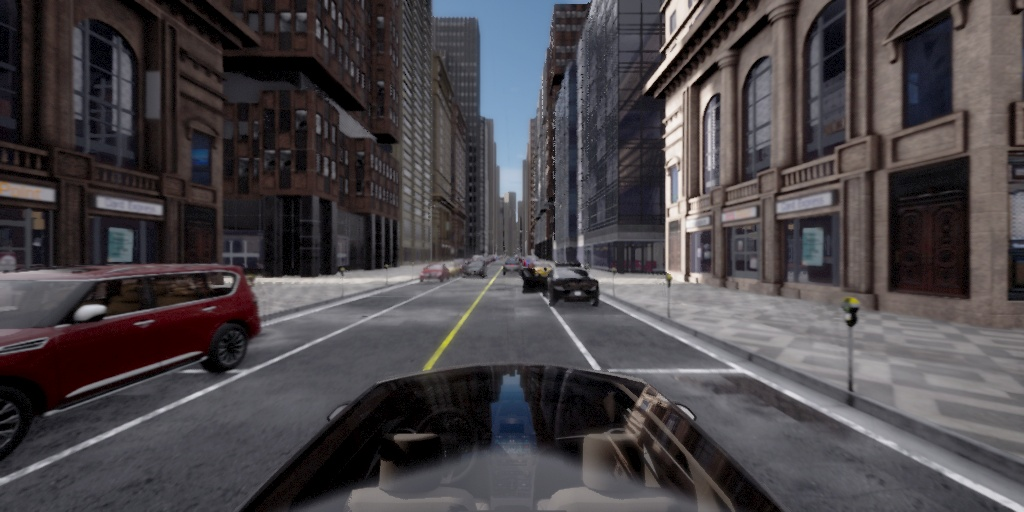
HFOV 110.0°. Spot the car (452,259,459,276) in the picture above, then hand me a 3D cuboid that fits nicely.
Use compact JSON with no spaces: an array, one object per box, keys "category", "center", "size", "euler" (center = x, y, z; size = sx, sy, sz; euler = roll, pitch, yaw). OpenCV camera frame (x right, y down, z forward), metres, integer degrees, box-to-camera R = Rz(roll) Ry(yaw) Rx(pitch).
[{"category":"car","center":[-5.765,1.152,32.667],"size":[1.751,1.417,4.829],"euler":[0,0,0]}]

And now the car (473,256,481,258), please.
[{"category":"car","center":[-5.766,1.106,49.643],"size":[1.888,1.381,4.507],"euler":[0,0,0]}]

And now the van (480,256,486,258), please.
[{"category":"van","center":[-5.767,0.858,60.847],"size":[1.690,1.789,3.998],"euler":[0,0,0]}]

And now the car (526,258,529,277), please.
[{"category":"car","center":[2.760,1.150,38.448],"size":[1.888,1.381,4.507],"euler":[0,0,0]}]

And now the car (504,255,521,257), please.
[{"category":"car","center":[0.014,1.064,50.559],"size":[1.837,1.490,4.892],"euler":[0,1,0]}]

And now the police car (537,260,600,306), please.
[{"category":"police car","center":[2.366,1.120,15.429],"size":[1.930,1.638,5.238],"euler":[0,0,0]}]

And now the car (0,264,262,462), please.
[{"category":"car","center":[-5.762,1.052,4.829],"size":[2.192,1.841,5.009],"euler":[0,0,0]}]

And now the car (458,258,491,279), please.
[{"category":"car","center":[-3.097,1.141,30.593],"size":[1.837,1.490,4.892],"euler":[0,0,0]}]

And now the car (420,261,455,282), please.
[{"category":"car","center":[-5.764,1.230,27.235],"size":[1.802,1.307,4.207],"euler":[0,0,0]}]

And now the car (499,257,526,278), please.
[{"category":"car","center":[0.029,1.104,36.614],"size":[2.128,1.511,4.902],"euler":[0,0,1]}]

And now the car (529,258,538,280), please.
[{"category":"car","center":[2.761,1.152,33.016],"size":[1.751,1.417,4.829],"euler":[0,0,0]}]
